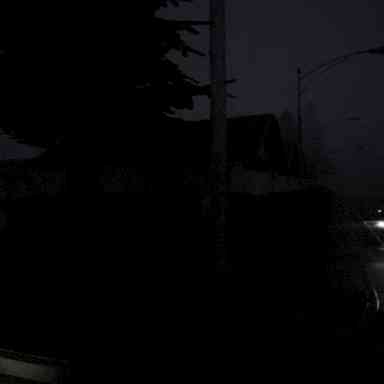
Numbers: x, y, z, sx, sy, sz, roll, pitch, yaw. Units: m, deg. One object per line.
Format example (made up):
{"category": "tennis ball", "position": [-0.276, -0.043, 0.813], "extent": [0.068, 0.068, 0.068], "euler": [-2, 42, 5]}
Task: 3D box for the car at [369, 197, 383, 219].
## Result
{"category": "car", "position": [13.609, 1.046, 23.337], "extent": [2.033, 1.411, 5.357], "euler": [-1, 1, 23]}
